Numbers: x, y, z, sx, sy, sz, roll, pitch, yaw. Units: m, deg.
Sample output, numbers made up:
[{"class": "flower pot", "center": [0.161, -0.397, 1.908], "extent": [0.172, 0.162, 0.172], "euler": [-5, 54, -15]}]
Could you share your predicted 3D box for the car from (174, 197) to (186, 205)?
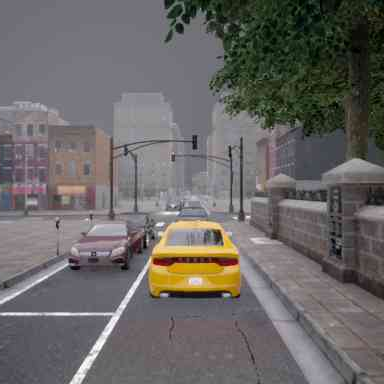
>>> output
[{"class": "car", "center": [-2.181, 1.608, 61.619], "extent": [1.895, 1.301, 4.718], "euler": [0, 0, 0]}]

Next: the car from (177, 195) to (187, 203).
[{"class": "car", "center": [-2.108, 1.506, 71.819], "extent": [1.837, 1.490, 4.892], "euler": [0, 0, 0]}]

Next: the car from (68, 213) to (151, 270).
[{"class": "car", "center": [-2.621, 1.585, 10.961], "extent": [1.802, 1.307, 4.206], "euler": [0, 0, 0]}]

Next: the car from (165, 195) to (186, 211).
[{"class": "car", "center": [-2.226, 1.497, 41.622], "extent": [2.128, 1.511, 4.902], "euler": [0, 0, 0]}]

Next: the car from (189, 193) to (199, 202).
[{"class": "car", "center": [0.389, 1.532, 66.833], "extent": [1.812, 1.442, 4.674], "euler": [0, 0, 0]}]

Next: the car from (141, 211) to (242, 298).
[{"class": "car", "center": [0.079, 1.480, 8.555], "extent": [1.882, 1.535, 5.008], "euler": [0, 0, 0]}]

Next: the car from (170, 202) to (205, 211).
[{"class": "car", "center": [0.033, 1.553, 19.044], "extent": [2.033, 1.411, 5.357], "euler": [0, 0, 0]}]

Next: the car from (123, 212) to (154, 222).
[{"class": "car", "center": [-2.616, 1.570, 14.624], "extent": [1.947, 1.339, 4.313], "euler": [0, 0, 0]}]
